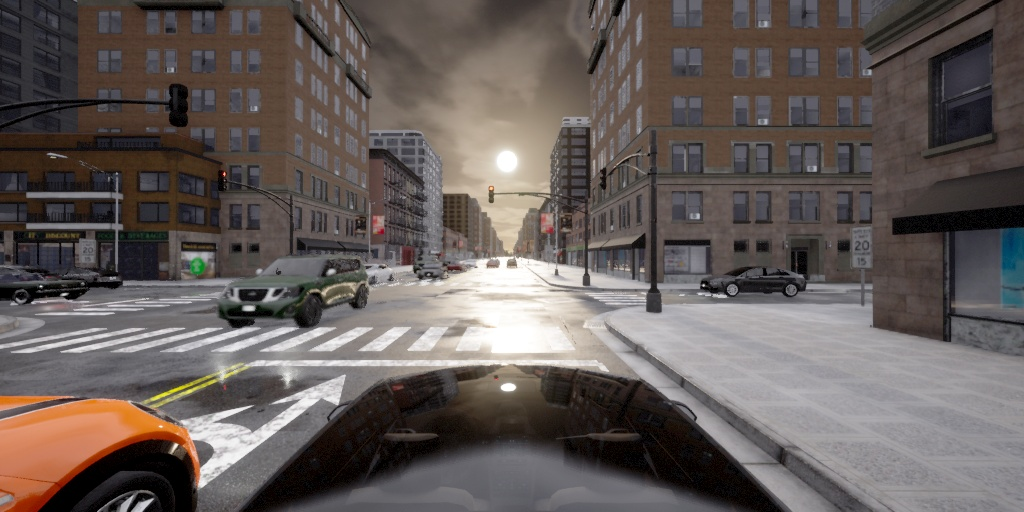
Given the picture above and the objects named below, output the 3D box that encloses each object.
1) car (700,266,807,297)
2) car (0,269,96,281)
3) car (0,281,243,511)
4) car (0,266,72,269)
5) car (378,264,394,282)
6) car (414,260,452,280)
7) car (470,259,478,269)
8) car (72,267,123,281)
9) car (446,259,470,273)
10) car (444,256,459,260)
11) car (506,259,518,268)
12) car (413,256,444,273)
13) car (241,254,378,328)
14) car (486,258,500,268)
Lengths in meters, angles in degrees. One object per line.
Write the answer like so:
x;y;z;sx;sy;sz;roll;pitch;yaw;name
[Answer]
12.424;1.294;18.639;4.892;1.490;1.837;0;0;1;car
-21.516;1.345;15.462;4.718;1.301;1.895;0;0;0;car
-3.237;1.102;0.601;2.097;1.767;4.553;0;0;0;car
-26.220;1.258;18.359;4.892;1.490;1.837;0;0;1;car
-10.204;1.275;26.158;1.812;1.442;4.674;0;0;6;car
-6.655;1.312;30.644;1.994;1.385;4.181;0;0;0;car
-6.685;1.268;57.724;1.812;1.442;4.674;0;1;0;car
-25.411;1.330;20.955;4.313;1.339;1.948;0;0;0;car
-6.681;1.347;43.540;1.895;1.301;4.718;0;0;0;car
-9.941;0.959;58.916;2.150;2.045;5.566;0;1;0;car
-0.021;1.245;63.086;1.837;1.490;4.892;0;0;0;car
-9.933;0.968;42.026;2.150;2.045;5.566;0;0;0;car
-6.614;0.966;11.776;2.150;2.045;5.566;0;0;0;car
-3.369;1.304;61.948;1.994;1.385;4.181;0;0;0;car
